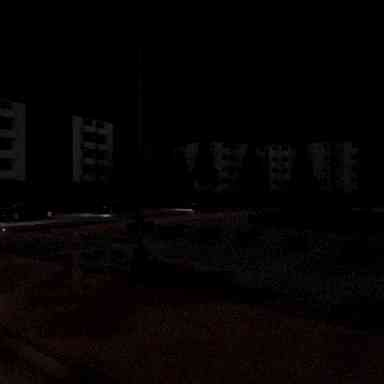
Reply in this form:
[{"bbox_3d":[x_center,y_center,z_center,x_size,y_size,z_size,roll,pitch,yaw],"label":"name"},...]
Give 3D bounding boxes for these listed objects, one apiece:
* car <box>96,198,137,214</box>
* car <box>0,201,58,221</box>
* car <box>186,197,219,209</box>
[{"bbox_3d":[-7.937,1.478,35.762,1.882,1.535,5.008,0,0,40],"label":"car"},{"bbox_3d":[-13.688,1.505,27.760,1.837,1.490,4.892,0,0,34],"label":"car"},{"bbox_3d":[1.431,1.505,44.497,4.892,1.490,1.837,0,0,-34],"label":"car"}]
